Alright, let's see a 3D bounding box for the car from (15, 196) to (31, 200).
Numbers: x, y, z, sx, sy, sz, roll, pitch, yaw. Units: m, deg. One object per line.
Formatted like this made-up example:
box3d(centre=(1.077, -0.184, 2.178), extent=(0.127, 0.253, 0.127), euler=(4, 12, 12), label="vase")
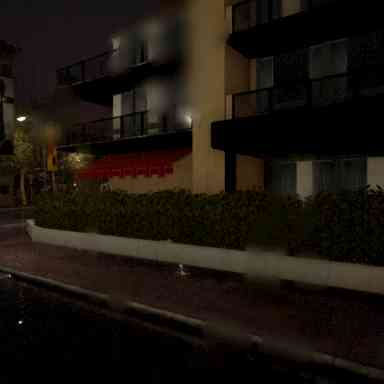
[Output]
box3d(centre=(-35.696, 1.481, 67.692), extent=(4.892, 1.521, 2.231), euler=(0, 0, 36), label="car")
